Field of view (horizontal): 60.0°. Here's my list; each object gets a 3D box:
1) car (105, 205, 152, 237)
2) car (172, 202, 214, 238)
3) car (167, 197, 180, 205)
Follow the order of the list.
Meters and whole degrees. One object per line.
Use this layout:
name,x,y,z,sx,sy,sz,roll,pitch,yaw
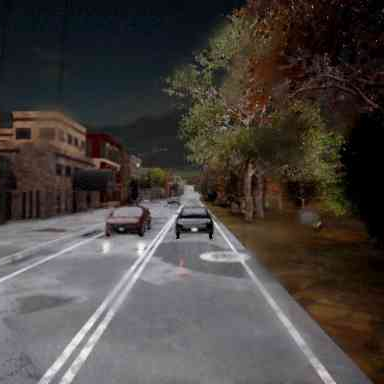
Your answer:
car,-3.332,1.483,18.207,1.882,1.535,5.008,0,0,0
car,0.116,1.496,17.635,2.128,1.511,4.902,0,0,0
car,-3.233,1.553,58.795,1.994,1.385,4.181,0,0,1
